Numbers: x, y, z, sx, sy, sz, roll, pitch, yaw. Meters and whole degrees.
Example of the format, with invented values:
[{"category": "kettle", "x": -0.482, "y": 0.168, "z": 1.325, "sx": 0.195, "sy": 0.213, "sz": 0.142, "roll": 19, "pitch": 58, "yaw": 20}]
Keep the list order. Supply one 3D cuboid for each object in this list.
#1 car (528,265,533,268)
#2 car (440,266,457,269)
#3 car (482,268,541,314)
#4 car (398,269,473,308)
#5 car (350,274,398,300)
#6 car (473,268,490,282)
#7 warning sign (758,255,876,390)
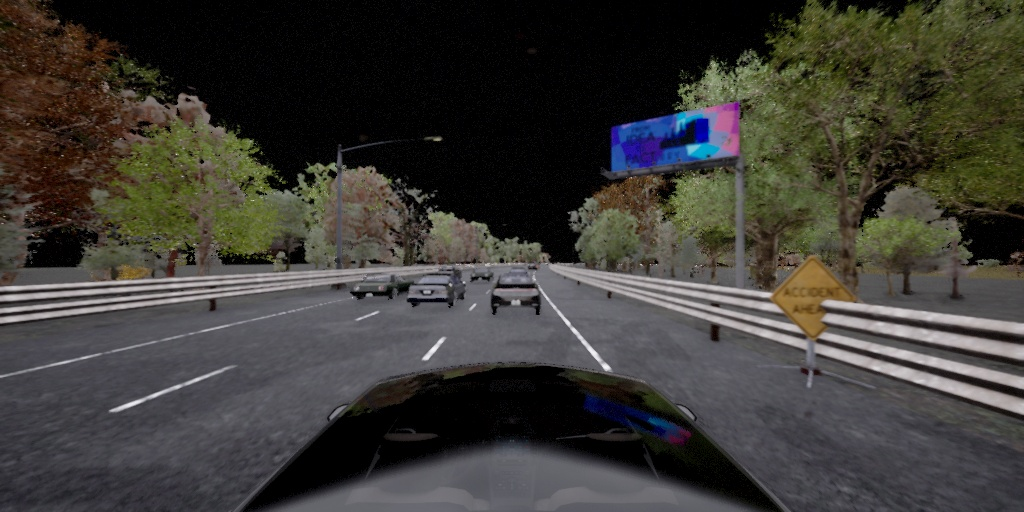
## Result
[{"category": "car", "x": 0.557, "y": 1.728, "z": 31.592, "sx": 2.033, "sy": 1.411, "sz": 5.357, "roll": 0, "pitch": -1, "yaw": 2}, {"category": "car", "x": -6.266, "y": 1.748, "z": 36.301, "sx": 2.128, "sy": 1.511, "sz": 4.902, "roll": 0, "pitch": -1, "yaw": 2}, {"category": "car", "x": 0.166, "y": 1.426, "z": 14.694, "sx": 2.128, "sy": 1.511, "sz": 4.902, "roll": 0, "pitch": -1, "yaw": 1}, {"category": "car", "x": -3.307, "y": 1.513, "z": 16.644, "sx": 2.033, "sy": 1.411, "sz": 5.357, "roll": 0, "pitch": -1, "yaw": 1}, {"category": "car", "x": -6.760, "y": 1.608, "z": 19.342, "sx": 1.895, "sy": 1.301, "sz": 4.718, "roll": 0, "pitch": -1, "yaw": 1}, {"category": "car", "x": -2.819, "y": 1.835, "z": 34.936, "sx": 1.895, "sy": 1.301, "sz": 4.718, "roll": 0, "pitch": -1, "yaw": 2}, {"category": "warning sign", "x": 4.548, "y": 0.915, "z": 5.452, "sx": 1.300, "sy": 1.860, "sz": 1.060, "roll": 0, "pitch": 0, "yaw": 0}]
